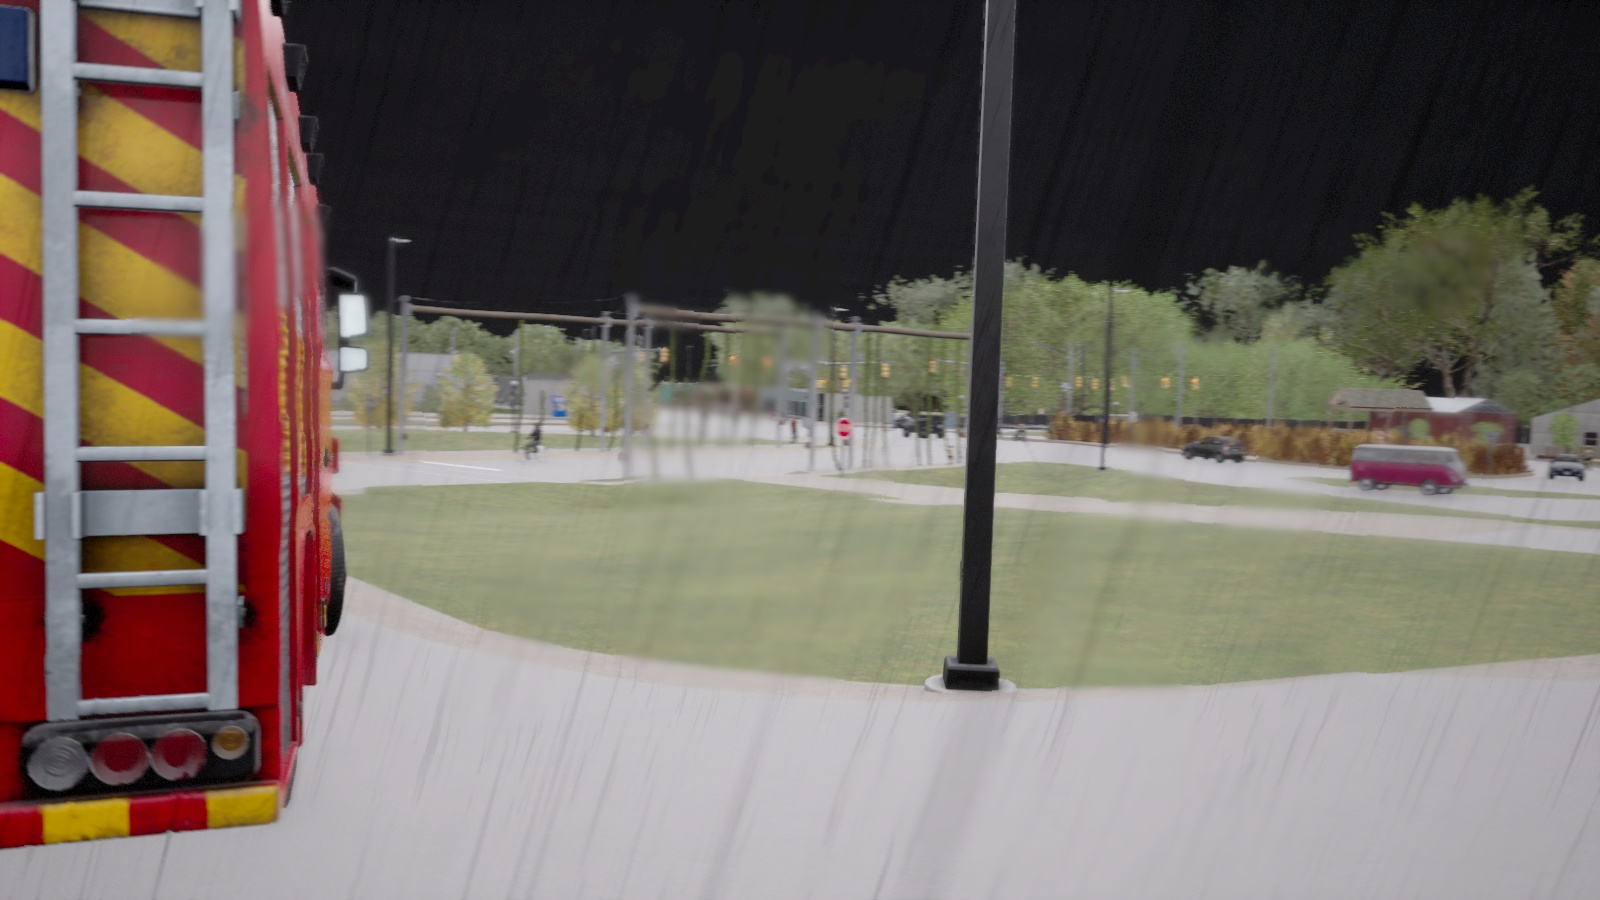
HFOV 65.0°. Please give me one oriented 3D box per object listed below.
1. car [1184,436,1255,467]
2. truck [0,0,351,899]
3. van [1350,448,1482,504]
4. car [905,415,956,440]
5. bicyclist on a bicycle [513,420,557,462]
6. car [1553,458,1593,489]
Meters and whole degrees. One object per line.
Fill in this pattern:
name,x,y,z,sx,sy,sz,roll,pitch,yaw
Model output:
car,26.097,0.069,78.312,1.851,1.617,3.988,0,4,-26
truck,-4.247,-0.417,7.349,2.891,3.827,8.468,0,0,-19
van,25.397,1.046,51.883,1.775,1.987,4.442,0,3,-41
car,10.143,-1.765,98.001,1.905,1.878,3.866,0,3,-32
bicyclist on a bicycle,-11.480,-0.385,54.507,0.659,1.776,1.843,5,3,33
car,45.704,1.360,74.283,1.816,1.474,4.193,4,4,30
